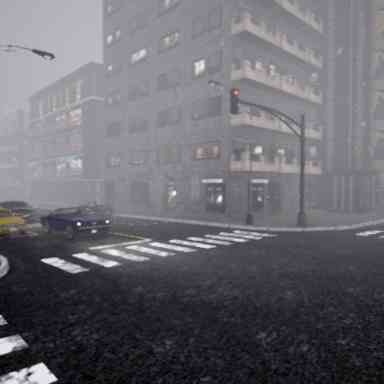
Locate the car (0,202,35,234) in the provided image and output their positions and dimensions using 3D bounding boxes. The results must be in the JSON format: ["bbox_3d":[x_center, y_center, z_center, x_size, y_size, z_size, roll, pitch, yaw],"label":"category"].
[{"bbox_3d":[-10.236,1.468,17.714,1.752,1.417,4.829,-2,2,-43],"label":"car"}]

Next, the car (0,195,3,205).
[{"bbox_3d":[-31.440,1.228,52.367,1.967,1.590,4.097,-2,2,-43],"label":"car"}]

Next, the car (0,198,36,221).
[{"bbox_3d":[-13.012,1.404,24.445,1.837,1.490,4.892,-1,1,-43],"label":"car"}]

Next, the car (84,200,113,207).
[{"bbox_3d":[-8.143,1.372,27.702,2.008,1.369,4.403,-2,2,-43],"label":"car"}]

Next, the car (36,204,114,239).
[{"bbox_3d":[-6.046,1.511,17.069,1.895,1.301,4.718,-1,1,-43],"label":"car"}]
